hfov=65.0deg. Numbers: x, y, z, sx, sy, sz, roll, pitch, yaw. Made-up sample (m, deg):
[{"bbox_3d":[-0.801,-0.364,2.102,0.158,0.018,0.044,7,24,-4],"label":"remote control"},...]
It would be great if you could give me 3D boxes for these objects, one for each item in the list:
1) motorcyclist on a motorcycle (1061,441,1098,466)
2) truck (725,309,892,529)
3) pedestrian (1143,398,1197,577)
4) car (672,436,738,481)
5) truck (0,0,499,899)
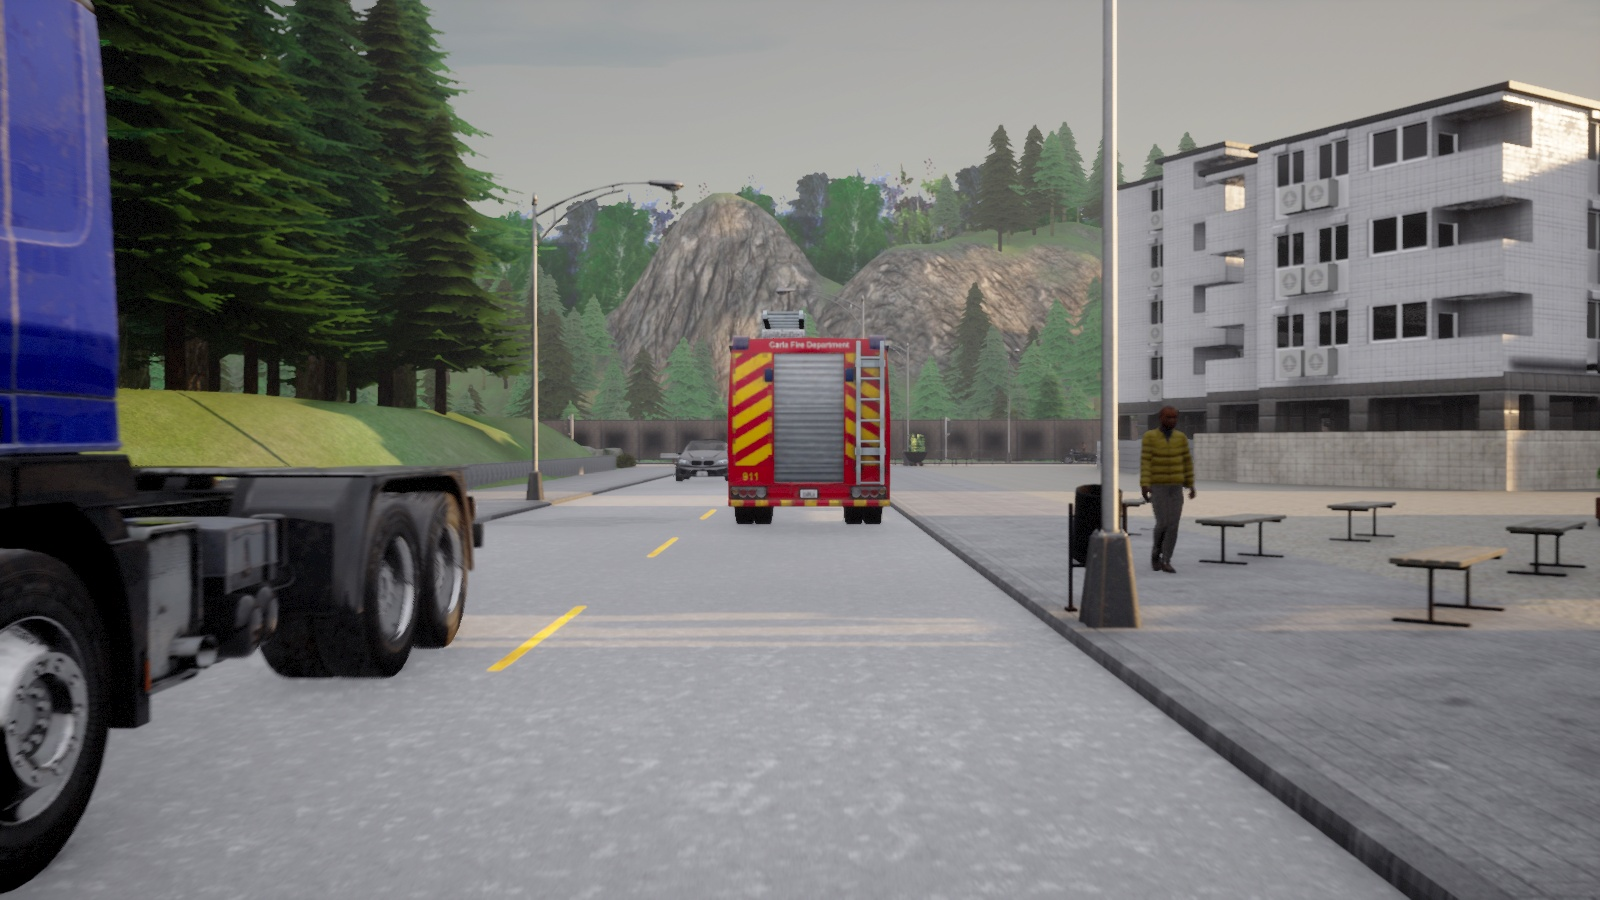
[{"bbox_3d":[19.032,0.229,85.531,2.350,1.649,0.766,0,0,0],"label":"motorcyclist on a motorcycle"},{"bbox_3d":[0.171,-0.565,26.081,2.891,3.827,8.468,0,0,0],"label":"truck"},{"bbox_3d":[3.913,0.385,13.306,0.370,1.835,0.726,0,0,2],"label":"pedestrian"},{"bbox_3d":[-3.695,0.308,49.714,2.242,1.667,4.611,0,0,0],"label":"car"},{"bbox_3d":[-3.946,-0.274,6.373,2.891,3.462,7.936,0,0,0],"label":"truck"}]
